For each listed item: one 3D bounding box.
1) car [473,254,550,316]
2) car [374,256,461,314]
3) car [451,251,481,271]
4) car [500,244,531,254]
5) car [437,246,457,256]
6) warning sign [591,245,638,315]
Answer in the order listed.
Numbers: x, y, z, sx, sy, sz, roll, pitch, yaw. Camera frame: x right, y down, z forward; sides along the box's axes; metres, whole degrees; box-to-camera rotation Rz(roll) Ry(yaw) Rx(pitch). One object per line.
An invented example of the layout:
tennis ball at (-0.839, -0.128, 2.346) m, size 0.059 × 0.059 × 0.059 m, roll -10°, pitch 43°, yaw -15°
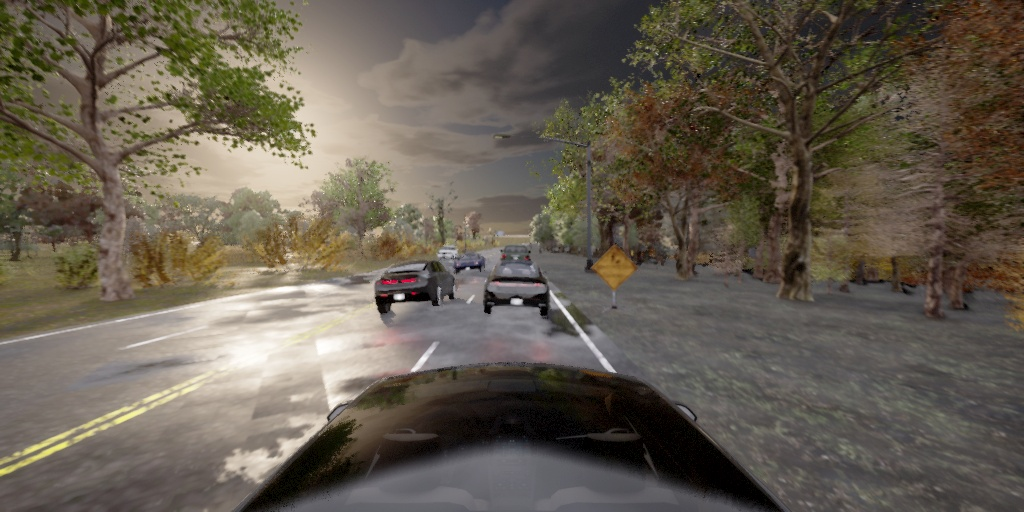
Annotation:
car at (0.140, 0.879, 11.536) m, size 2.128 × 1.511 × 4.902 m, roll 2°, pitch 2°, yaw 0°
car at (-3.148, 0.920, 12.354) m, size 1.837 × 1.490 × 4.892 m, roll -4°, pitch -1°, yaw 0°
car at (-3.039, 0.467, 26.751) m, size 1.895 × 1.301 × 4.718 m, roll -4°, pitch 3°, yaw 0°
car at (0.260, 0.128, 27.164) m, size 2.150 × 2.045 × 5.566 m, roll 2°, pitch 2°, yaw 1°
car at (-9.424, -0.508, 52.828) m, size 2.150 × 2.045 × 5.566 m, roll -1°, pitch 2°, yaw 1°
warning sign at (2.863, 0.610, 10.130) m, size 1.300 × 1.860 × 1.060 m, roll 0°, pitch 0°, yaw 0°
